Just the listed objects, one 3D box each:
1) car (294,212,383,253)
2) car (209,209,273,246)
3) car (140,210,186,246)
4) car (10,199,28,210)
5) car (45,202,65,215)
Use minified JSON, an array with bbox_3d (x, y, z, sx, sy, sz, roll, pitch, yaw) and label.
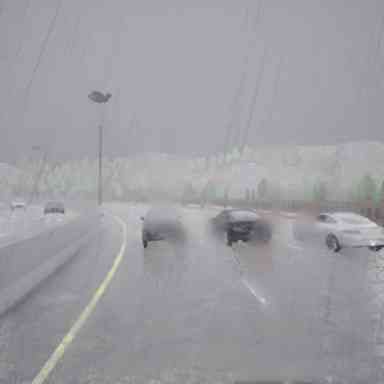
[{"bbox_3d":[5.930,1.542,13.750,1.812,1.442,4.674,0,0,-7],"label":"car"},{"bbox_3d":[2.115,1.515,15.584,1.882,1.535,5.008,0,0,-9],"label":"car"},{"bbox_3d":[-1.407,1.578,15.510,1.812,1.442,4.674,0,0,-9],"label":"car"},{"bbox_3d":[-24.476,1.768,46.953,1.812,1.442,4.674,0,0,-32],"label":"car"},{"bbox_3d":[-14.921,1.735,36.162,1.994,1.385,4.181,0,0,-24],"label":"car"}]
